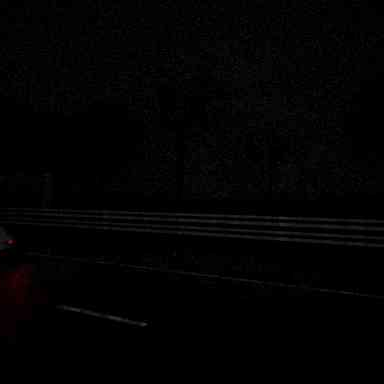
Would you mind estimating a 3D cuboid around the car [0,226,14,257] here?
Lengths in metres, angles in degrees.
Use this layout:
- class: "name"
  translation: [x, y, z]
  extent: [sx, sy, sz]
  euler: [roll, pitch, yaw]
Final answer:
- class: "car"
  translation: [-8.168, 1.529, 11.432]
  extent: [4.674, 1.442, 1.812]
  euler: [0, 0, 27]
